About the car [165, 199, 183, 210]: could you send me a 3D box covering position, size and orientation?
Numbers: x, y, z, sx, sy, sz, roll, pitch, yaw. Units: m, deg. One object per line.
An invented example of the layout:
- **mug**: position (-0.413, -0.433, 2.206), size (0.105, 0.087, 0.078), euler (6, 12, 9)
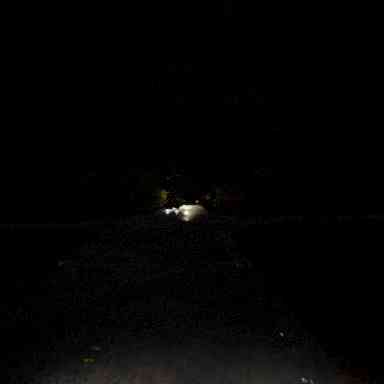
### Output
- **car**: position (-2.746, 1.808, 47.549), size (1.994, 1.385, 4.181), euler (0, 0, 0)

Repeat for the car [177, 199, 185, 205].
- **car**: position (-2.742, 2.451, 83.728), size (1.837, 1.490, 4.892), euler (0, -2, 0)

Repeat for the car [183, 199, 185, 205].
- **car**: position (-2.744, 1.982, 61.711), size (2.128, 1.511, 4.902), euler (0, 0, 0)
